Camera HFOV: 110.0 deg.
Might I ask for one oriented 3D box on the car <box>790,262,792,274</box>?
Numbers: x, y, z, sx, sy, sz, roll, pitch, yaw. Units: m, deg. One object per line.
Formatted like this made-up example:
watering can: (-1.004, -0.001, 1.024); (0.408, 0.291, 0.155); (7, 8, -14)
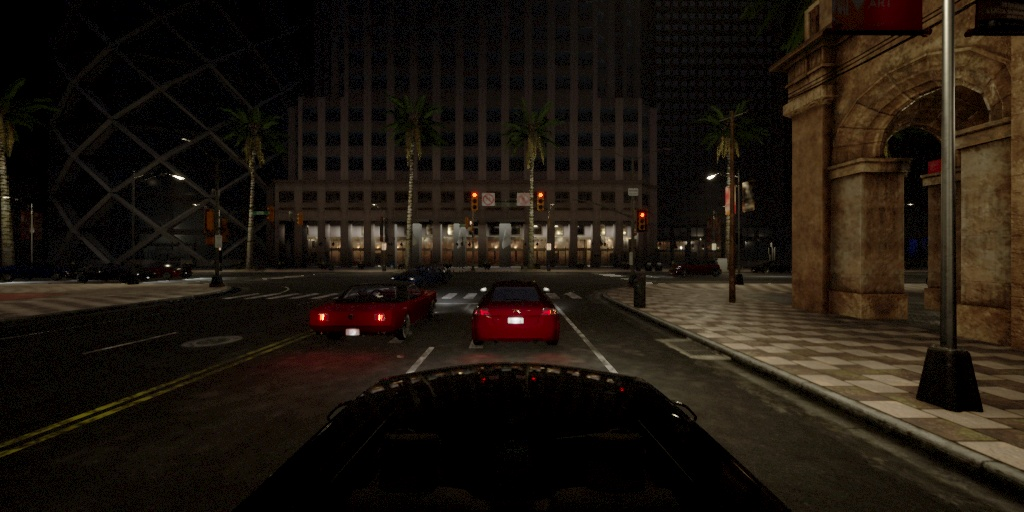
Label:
car: (30.687, 1.238, 35.026); (4.902, 1.511, 2.128); (0, 0, 0)

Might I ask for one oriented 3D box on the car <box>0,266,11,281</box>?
car: (-39.964, 1.314, 25.601); (4.181, 1.385, 1.994); (0, 0, -23)

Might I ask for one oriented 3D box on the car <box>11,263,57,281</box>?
car: (-39.057, 1.275, 29.640); (4.674, 1.442, 1.812); (0, 0, -19)

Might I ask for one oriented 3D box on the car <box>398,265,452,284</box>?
car: (-5.967, 1.297, 24.334); (2.033, 1.411, 5.357); (0, 0, 17)

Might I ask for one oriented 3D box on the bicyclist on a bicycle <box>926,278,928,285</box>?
bicyclist on a bicycle: (24.678, 1.050, 20.563); (0.582, 1.620, 1.656); (0, 0, 0)

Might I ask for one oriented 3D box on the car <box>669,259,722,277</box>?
car: (17.817, 1.102, 35.066); (4.553, 1.767, 2.097); (0, 0, 0)

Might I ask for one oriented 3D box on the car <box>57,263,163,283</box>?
car: (-30.991, 1.297, 27.788); (5.357, 1.411, 2.033); (0, 0, -3)

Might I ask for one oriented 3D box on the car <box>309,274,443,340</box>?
car: (-3.417, 1.351, 9.939); (1.895, 1.301, 4.718); (0, 0, 0)

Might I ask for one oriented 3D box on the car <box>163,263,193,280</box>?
car: (-30.424, 1.314, 31.121); (4.181, 1.385, 1.994); (0, 0, -5)

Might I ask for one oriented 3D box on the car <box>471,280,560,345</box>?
car: (0.082, 1.314, 9.476); (1.994, 1.385, 4.181); (0, 0, 0)
